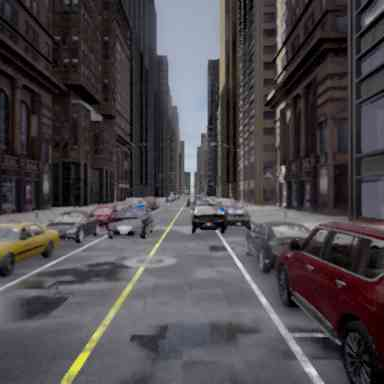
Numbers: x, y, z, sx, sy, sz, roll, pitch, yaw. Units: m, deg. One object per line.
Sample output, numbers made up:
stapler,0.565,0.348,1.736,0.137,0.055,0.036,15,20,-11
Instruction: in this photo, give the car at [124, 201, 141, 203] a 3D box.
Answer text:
car,-5.759,1.672,27.495,1.887,1.381,4.507,0,0,0

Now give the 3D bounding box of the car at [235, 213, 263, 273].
car,2.764,1.599,10.650,2.008,1.369,4.403,0,0,0

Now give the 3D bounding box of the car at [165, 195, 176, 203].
car,-5.755,1.994,83.679,1.802,1.307,4.206,0,0,0

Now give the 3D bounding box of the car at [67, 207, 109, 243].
car,-5.760,1.625,16.265,2.008,1.369,4.403,0,0,0

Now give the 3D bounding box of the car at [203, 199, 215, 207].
car,2.768,1.845,55.599,1.802,1.307,4.206,0,0,0

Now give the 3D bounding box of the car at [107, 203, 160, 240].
car,-3.098,1.572,17.635,2.128,1.511,4.902,0,0,0

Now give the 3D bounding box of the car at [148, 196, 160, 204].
car,-5.758,1.524,44.352,2.192,1.841,5.009,0,0,0

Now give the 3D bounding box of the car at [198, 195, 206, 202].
car,2.770,1.787,94.932,2.192,1.841,5.009,0,0,0

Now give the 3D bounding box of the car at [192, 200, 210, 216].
car,0.904,1.675,36.255,1.837,1.490,4.892,0,0,0

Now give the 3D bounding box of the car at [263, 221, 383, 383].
car,2.764,1.338,5.033,2.192,1.841,5.009,0,0,0

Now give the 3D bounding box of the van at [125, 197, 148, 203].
van,-5.759,1.495,33.115,1.690,1.788,3.998,0,0,0

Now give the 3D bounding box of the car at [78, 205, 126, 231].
car,-5.760,1.645,21.877,1.887,1.381,4.507,0,0,0

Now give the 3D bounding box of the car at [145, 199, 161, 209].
car,-5.758,1.760,49.799,1.752,1.417,4.829,0,0,0

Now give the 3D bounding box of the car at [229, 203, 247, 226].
car,2.765,1.651,21.887,2.008,1.369,4.403,0,0,0

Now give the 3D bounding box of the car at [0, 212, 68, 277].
car,-5.761,1.573,10.470,1.752,1.417,4.829,0,0,0

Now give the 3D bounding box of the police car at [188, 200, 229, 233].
police car,0.903,1.519,20.365,1.930,1.638,5.238,0,0,0

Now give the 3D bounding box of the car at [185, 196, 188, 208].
car,0.005,1.784,54.620,1.812,1.442,4.674,0,0,0

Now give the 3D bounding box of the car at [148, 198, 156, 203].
car,-5.759,1.732,38.732,2.008,1.369,4.403,0,0,0

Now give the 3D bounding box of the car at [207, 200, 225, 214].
car,2.767,1.708,38.914,1.752,1.417,4.829,0,0,0

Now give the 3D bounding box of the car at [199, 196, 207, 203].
car,2.770,1.852,83.694,1.967,1.590,4.097,0,0,0

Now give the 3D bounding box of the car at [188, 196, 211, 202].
car,0.903,1.491,30.226,2.097,1.767,4.553,0,0,0

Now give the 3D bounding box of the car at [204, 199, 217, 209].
car,2.767,1.818,49.981,1.802,1.307,4.206,0,0,0

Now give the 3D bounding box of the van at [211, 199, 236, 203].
van,2.766,1.468,27.507,1.690,1.788,3.998,0,0,0
